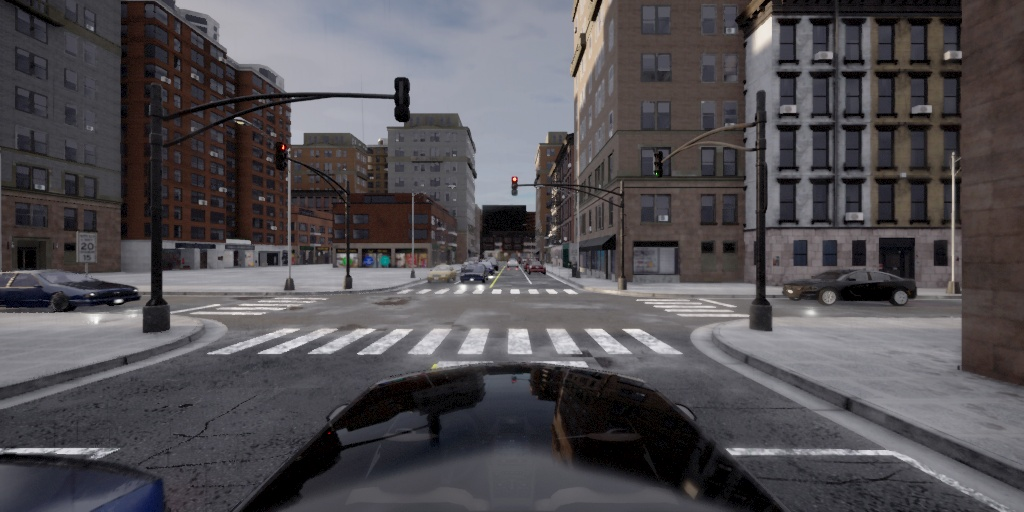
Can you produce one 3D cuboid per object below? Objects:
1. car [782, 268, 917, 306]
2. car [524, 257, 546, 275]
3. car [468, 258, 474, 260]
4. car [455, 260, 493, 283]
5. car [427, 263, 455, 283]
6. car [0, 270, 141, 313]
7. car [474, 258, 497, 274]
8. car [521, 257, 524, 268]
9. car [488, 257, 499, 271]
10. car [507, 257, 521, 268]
[{"bbox_3d":[14.777,1.310,15.858,5.008,1.535,1.882,0,0,-1],"label":"car"},{"bbox_3d":[2.650,1.191,39.391,1.967,1.591,4.097,0,0,0],"label":"car"},{"bbox_3d":[-5.373,1.302,45.057,2.007,1.370,4.403,0,0,0],"label":"car"},{"bbox_3d":[-2.840,1.298,28.153,2.033,1.411,5.357,0,0,0],"label":"car"},{"bbox_3d":[-5.379,1.276,27.901,1.751,1.417,4.829,0,0,0],"label":"car"},{"bbox_3d":[-16.796,1.220,12.882,5.357,1.411,2.033,0,0,0],"label":"car"},{"bbox_3d":[-2.839,1.277,38.204,1.812,1.442,4.674,0,0,0],"label":"car"},{"bbox_3d":[2.652,1.066,45.054,2.192,1.841,5.009,0,0,0],"label":"car"},{"bbox_3d":[-2.818,1.230,48.694,1.882,1.535,5.008,0,0,0],"label":"car"},{"bbox_3d":[0.124,1.279,61.892,1.812,1.442,4.674,0,0,0],"label":"car"}]
